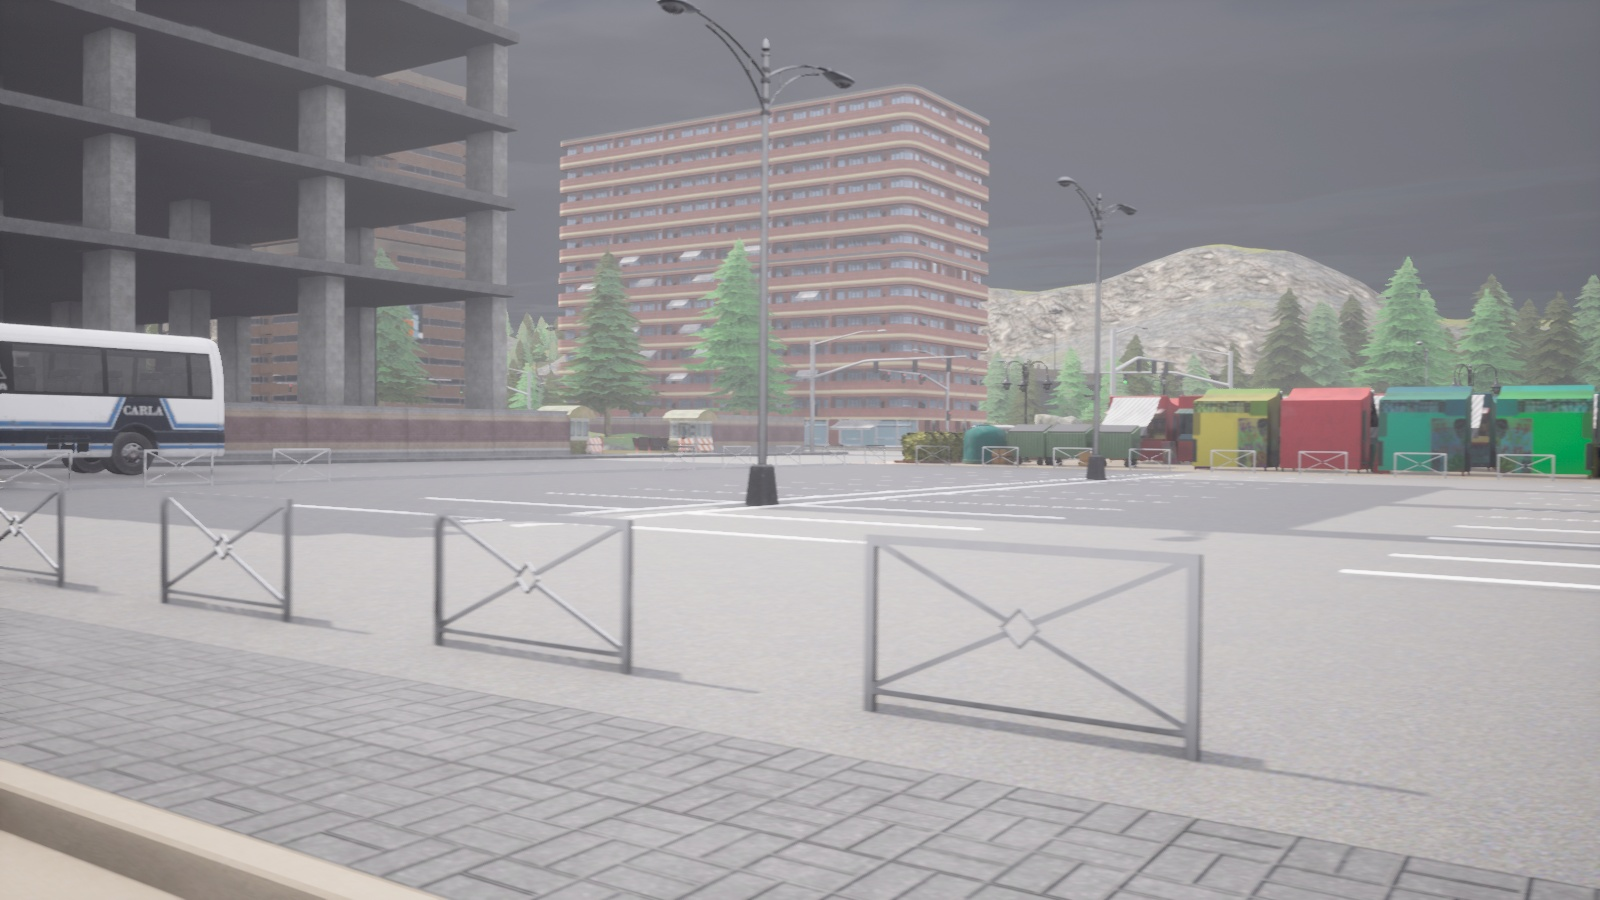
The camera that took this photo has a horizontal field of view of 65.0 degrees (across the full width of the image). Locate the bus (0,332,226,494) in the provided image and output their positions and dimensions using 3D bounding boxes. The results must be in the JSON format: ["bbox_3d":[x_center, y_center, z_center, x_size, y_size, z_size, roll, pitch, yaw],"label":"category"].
[{"bbox_3d":[-21.982,-0.980,35.051,3.944,4.253,10.273,0,1,33],"label":"bus"}]
